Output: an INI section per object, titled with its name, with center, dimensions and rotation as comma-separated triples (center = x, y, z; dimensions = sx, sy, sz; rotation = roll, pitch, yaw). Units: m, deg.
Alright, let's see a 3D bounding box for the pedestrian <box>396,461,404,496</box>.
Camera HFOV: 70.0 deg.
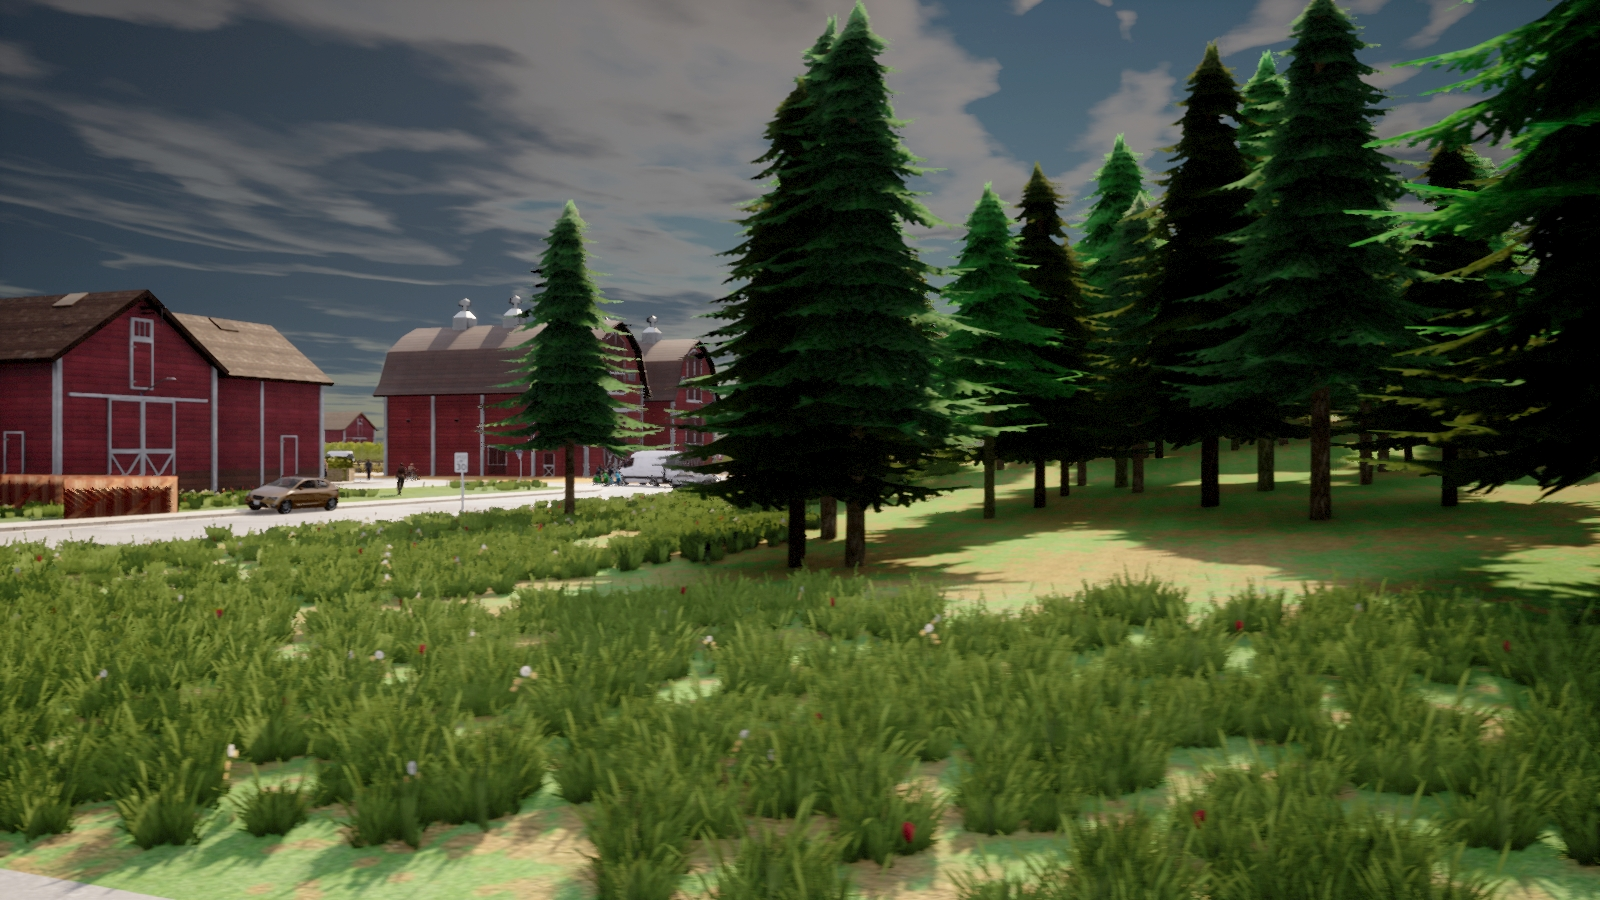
[pedestrian]
center = -21.663, 1.543, 61.916
dimensions = 0.375, 1.860, 0.375
rotation = 0, 0, -21
